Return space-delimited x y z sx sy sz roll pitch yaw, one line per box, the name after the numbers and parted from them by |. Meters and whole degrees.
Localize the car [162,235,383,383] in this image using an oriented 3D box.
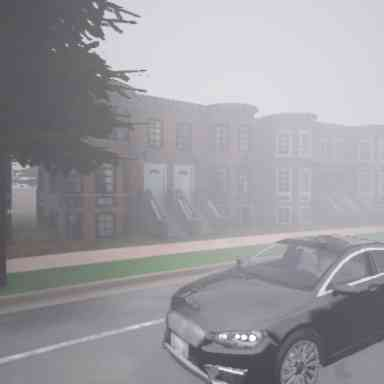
1.921 1.477 5.098 4.902 1.511 2.128 0 0 -33 | car
